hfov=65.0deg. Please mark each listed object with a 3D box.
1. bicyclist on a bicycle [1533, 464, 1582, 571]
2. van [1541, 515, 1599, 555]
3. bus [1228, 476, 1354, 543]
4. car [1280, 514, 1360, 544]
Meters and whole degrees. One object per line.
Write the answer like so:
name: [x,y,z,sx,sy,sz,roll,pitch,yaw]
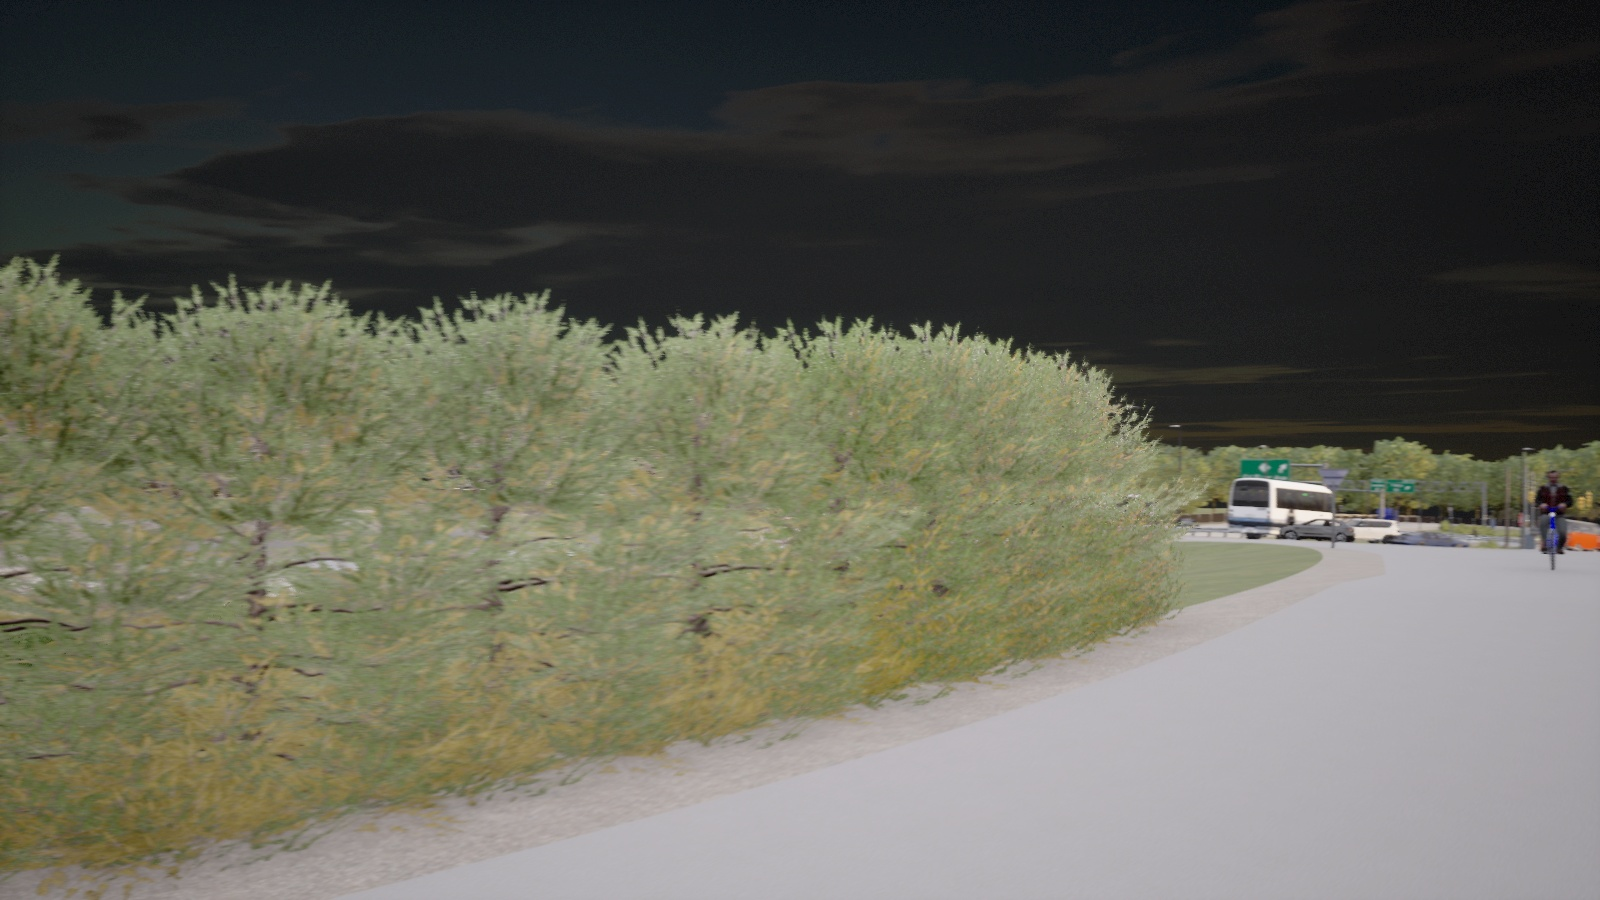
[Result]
bicyclist on a bicycle: [13.110,1.167,21.714,0.659,1.776,1.843,0,-3,33]
van: [43.085,4.740,69.729,4.442,1.987,1.775,6,-5,-37]
bus: [34.746,4.258,88.647,10.273,4.253,3.944,5,-3,-42]
car: [30.793,4.678,74.366,4.193,1.474,1.816,1,-4,29]
